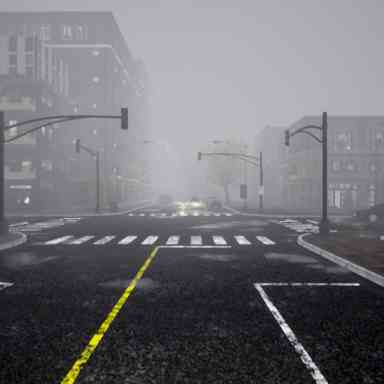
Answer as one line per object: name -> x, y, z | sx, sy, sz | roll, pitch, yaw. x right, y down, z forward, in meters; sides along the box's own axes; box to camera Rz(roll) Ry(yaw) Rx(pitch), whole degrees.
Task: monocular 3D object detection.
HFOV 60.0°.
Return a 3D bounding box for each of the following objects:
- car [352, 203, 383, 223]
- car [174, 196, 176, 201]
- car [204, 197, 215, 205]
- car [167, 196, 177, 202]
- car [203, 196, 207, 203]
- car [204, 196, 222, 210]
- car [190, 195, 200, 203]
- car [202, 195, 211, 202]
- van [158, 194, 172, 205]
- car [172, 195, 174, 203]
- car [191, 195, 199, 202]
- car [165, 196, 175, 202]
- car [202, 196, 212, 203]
car -> 15.031, 1.577, 25.846 | 4.892, 1.490, 1.837 | 0, 0, -2
car -> -5.095, 1.396, 72.181 | 2.192, 1.841, 5.009 | 0, 0, 0
car -> 3.192, 1.638, 60.717 | 1.802, 1.307, 4.206 | 0, 0, 0
car -> -5.000, 1.661, 83.573 | 2.008, 1.369, 4.403 | 0, 0, 0
car -> 3.097, 1.477, 49.323 | 1.967, 1.590, 4.097 | 0, 0, 0
car -> 3.050, 1.579, 43.626 | 2.008, 1.369, 4.403 | 0, 0, 0
car -> 0.583, 1.545, 70.420 | 1.882, 1.535, 5.008 | 0, 0, 0
car -> 3.333, 1.535, 77.806 | 1.967, 1.590, 4.097 | 0, 0, 0
van -> -5.189, 1.397, 60.788 | 1.690, 1.788, 3.998 | 0, 0, 0
car -> -5.142, 1.650, 66.484 | 1.802, 1.307, 4.206 | 0, 0, 0
car -> 0.669, 1.539, 80.837 | 1.812, 1.442, 4.674 | 0, 0, 0
car -> -5.047, 1.661, 77.877 | 1.947, 1.339, 4.313 | 0, 0, 0
car -> 3.286, 1.631, 72.109 | 2.008, 1.369, 4.403 | 0, 0, 0
